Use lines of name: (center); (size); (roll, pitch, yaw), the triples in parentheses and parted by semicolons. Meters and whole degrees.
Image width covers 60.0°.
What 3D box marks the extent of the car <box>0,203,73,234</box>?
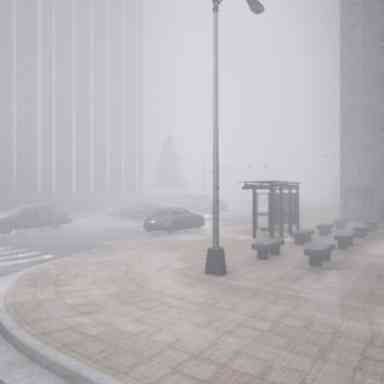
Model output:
car: (-9.929, 1.610, 20.072); (2.033, 1.411, 5.357); (0, 0, 36)

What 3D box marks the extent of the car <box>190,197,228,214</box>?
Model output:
car: (2.247, 1.568, 36.865); (1.837, 1.490, 4.892); (0, 0, 36)

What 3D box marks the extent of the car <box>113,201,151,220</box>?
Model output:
car: (-4.026, 1.663, 28.240); (1.895, 1.301, 4.718); (0, 0, 36)

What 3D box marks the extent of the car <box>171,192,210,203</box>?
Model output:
car: (0.302, 1.285, 40.134); (2.150, 2.045, 5.566); (0, 0, 37)

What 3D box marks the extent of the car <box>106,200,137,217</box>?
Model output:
car: (-5.927, 1.555, 31.579); (2.128, 1.511, 4.902); (0, 0, 36)

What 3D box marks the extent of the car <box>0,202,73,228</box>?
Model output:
car: (-11.343, 1.568, 24.107); (1.837, 1.490, 4.892); (0, 0, 36)

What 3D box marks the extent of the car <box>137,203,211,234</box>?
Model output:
car: (-0.994, 1.623, 20.081); (1.994, 1.385, 4.181); (0, 0, 35)
